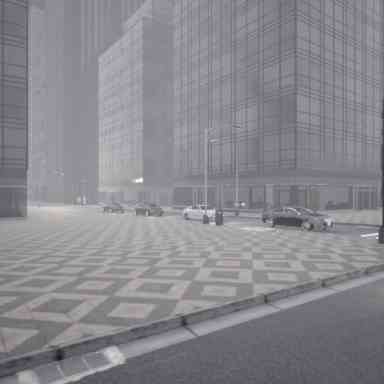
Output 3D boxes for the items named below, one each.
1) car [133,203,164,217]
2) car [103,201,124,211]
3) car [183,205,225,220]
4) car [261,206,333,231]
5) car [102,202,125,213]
[{"bbox_3d":[-5.088,2.007,38.293,1.837,1.490,4.892,0,-1,-36],"label":"car"},{"bbox_3d":[-12.921,2.306,54.523,1.812,1.442,4.674,0,-1,-36],"label":"car"},{"bbox_3d":[0.951,1.870,29.957,1.812,1.442,4.674,0,-1,-36],"label":"car"},{"bbox_3d":[6.784,1.683,21.902,2.128,1.511,4.902,0,-1,-35],"label":"car"},{"bbox_3d":[-11.156,2.169,46.732,1.837,1.490,4.892,0,-1,-35],"label":"car"}]
